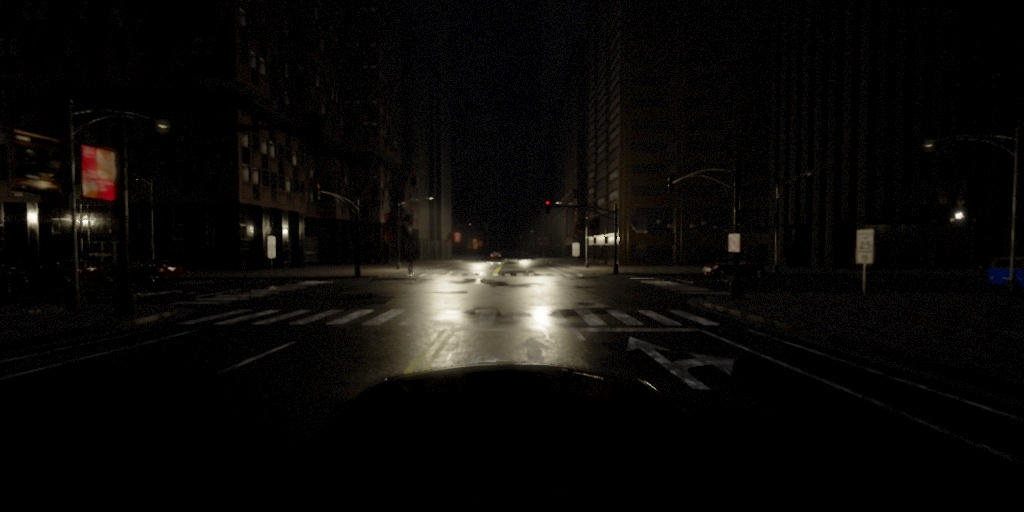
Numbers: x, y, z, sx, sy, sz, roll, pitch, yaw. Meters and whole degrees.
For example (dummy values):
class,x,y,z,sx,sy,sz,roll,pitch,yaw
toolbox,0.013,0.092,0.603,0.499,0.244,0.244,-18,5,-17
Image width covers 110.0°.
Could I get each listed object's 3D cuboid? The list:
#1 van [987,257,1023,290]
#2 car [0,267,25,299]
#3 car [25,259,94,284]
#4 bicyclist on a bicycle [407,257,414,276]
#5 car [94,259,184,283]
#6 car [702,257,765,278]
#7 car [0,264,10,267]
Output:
class,x,y,z,sx,sy,sz,roll,pitch,yaw
van,27.513,0.922,18.640,3.998,1.789,1.690,0,0,0
car,-24.730,1.300,15.563,4.313,1.339,1.948,0,0,0
car,-30.160,0.978,24.082,4.097,1.591,1.967,0,0,0
bicyclist on a bicycle,-8.756,0.878,30.990,0.582,1.620,1.656,0,1,0
car,-24.735,0.959,24.086,4.097,1.591,1.967,0,0,0
car,16.674,0.818,27.221,4.097,1.591,1.967,0,0,0
car,-35.585,1.139,24.077,4.207,1.307,1.802,0,0,0
